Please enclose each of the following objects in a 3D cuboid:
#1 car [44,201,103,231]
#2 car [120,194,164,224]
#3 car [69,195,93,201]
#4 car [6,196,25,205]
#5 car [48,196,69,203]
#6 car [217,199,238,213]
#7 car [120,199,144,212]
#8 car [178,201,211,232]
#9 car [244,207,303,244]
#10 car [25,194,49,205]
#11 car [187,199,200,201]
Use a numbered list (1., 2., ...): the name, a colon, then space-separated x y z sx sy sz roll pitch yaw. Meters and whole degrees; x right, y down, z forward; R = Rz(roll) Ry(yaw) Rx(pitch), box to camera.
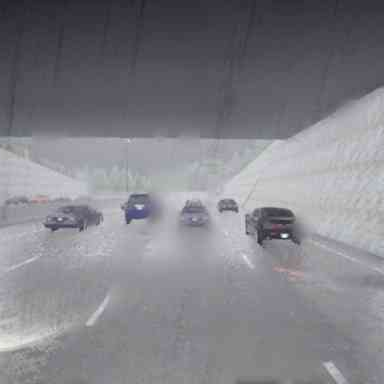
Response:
1. car: -6.841 1.470 19.802 2.033 1.411 5.357 0 0 0
2. car: -3.332 1.128 23.906 2.150 2.045 5.566 0 0 0
3. car: -17.375 1.301 53.515 2.128 1.511 4.902 0 0 0
4. car: -27.875 1.356 53.534 1.837 1.490 4.892 0 0 0
5. car: -20.875 1.400 53.521 1.994 1.385 4.181 0 0 0
6. car: 3.690 1.412 34.811 2.033 1.411 5.357 0 0 0
7. car: -6.803 1.453 37.987 1.895 1.301 4.718 0 0 0
8. car: 0.157 1.471 19.573 2.033 1.411 5.357 0 0 0
9. car: 3.645 1.444 15.471 1.837 1.490 4.892 0 0 0
10. car: -24.375 1.197 53.557 2.097 1.767 4.553 0 0 0
11. car: 0.197 1.452 38.131 1.895 1.301 4.718 0 0 0
